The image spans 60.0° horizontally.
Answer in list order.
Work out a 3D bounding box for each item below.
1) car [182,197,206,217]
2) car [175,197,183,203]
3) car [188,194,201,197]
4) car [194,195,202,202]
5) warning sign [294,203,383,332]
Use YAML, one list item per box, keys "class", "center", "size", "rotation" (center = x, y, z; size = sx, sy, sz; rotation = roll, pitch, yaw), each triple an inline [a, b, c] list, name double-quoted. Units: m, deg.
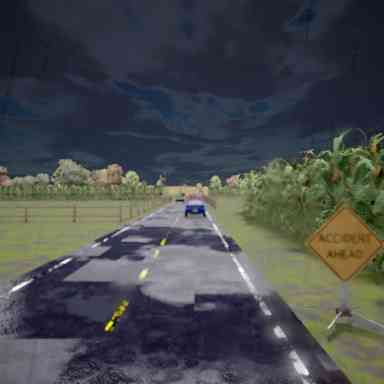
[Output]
- class: "car"
  center: [0.299, 1.482, 31.602]
  size: [1.882, 1.535, 5.008]
  rotation: [0, 0, 0]
- class: "car"
  center: [-2.324, 1.575, 66.159]
  size: [1.895, 1.301, 4.718]
  rotation: [0, 0, 1]
- class: "car"
  center: [0.398, 1.224, 45.969]
  size: [2.150, 2.045, 5.566]
  rotation: [0, 0, 0]
- class: "car"
  center: [1.493, 1.457, 80.436]
  size: [1.882, 1.535, 5.008]
  rotation: [0, 0, 0]
- class: "warning sign"
  center: [2.477, 1.125, 5.425]
  size: [1.300, 1.860, 1.060]
  rotation: [0, 0, 0]
